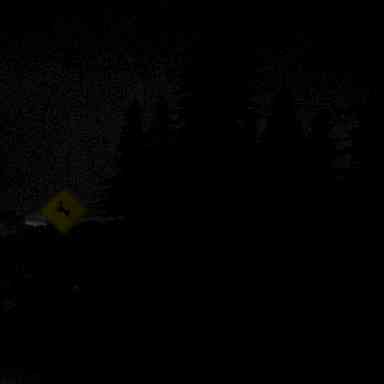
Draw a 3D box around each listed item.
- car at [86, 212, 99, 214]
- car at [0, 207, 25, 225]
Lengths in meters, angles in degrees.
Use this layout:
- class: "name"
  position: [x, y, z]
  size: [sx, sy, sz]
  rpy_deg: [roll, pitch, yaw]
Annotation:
- class: "car"
  position: [-13.652, 2.437, 41.426]
  size: [2.033, 1.411, 5.357]
  rpy_deg: [5, -2, 15]
- class: "car"
  position: [-13.433, 1.768, 23.305]
  size: [1.882, 1.535, 5.008]
  rpy_deg: [4, -2, -4]
